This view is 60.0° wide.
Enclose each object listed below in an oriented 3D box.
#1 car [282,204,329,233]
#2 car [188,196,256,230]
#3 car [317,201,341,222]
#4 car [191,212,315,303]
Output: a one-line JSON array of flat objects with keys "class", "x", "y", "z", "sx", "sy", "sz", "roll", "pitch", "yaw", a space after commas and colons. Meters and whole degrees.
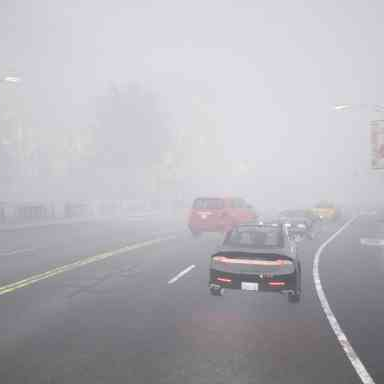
[{"class": "car", "x": 5.551, "y": 1.547, "z": 17.309, "sx": 2.033, "sy": 1.411, "sz": 5.357, "roll": 0, "pitch": 0, "yaw": 29}, {"class": "car", "x": 1.782, "y": 1.222, "z": 17.612, "sx": 2.150, "sy": 2.045, "sz": 5.566, "roll": 0, "pitch": 0, "yaw": 27}, {"class": "car", "x": 10.572, "y": 1.456, "z": 26.265, "sx": 1.801, "sy": 1.575, "sz": 5.366, "roll": 0, "pitch": 0, "yaw": 30}, {"class": "car", "x": 1.691, "y": 1.492, "z": 8.355, "sx": 2.128, "sy": 1.511, "sz": 4.902, "roll": 0, "pitch": 0, "yaw": 15}]
